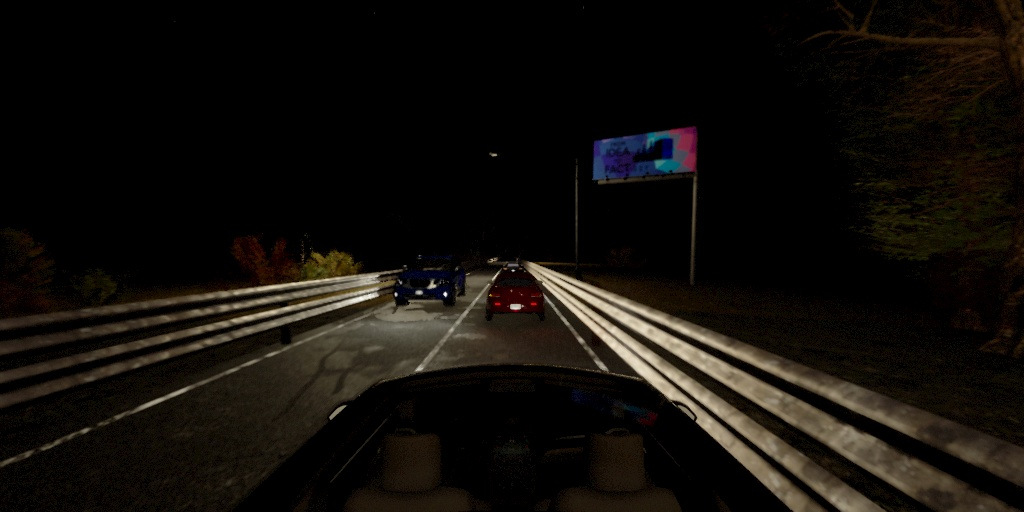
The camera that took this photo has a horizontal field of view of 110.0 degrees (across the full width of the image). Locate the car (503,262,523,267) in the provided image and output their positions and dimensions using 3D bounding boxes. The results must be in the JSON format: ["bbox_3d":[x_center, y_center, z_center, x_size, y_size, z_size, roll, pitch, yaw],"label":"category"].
[{"bbox_3d":[0.113,1.303,34.729,1.994,1.385,4.181,0,0,0],"label":"car"}]

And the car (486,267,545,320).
[{"bbox_3d":[0.106,1.272,12.470,1.812,1.442,4.674,0,0,0],"label":"car"}]

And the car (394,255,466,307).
[{"bbox_3d":[-3.338,0.968,15.691,2.150,2.045,5.566,0,0,0],"label":"car"}]
